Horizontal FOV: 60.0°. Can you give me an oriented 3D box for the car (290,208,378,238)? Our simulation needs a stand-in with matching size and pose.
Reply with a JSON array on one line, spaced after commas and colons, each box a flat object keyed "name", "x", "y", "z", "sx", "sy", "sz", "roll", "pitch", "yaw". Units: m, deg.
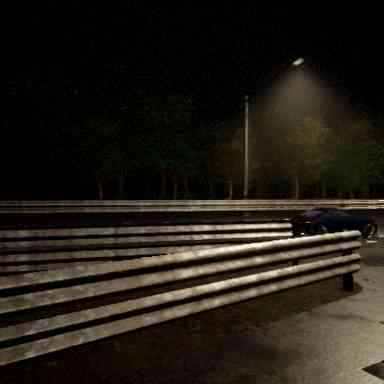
[{"name": "car", "x": 6.741, "y": 1.452, "z": 15.967, "sx": 4.181, "sy": 1.385, "sz": 1.994, "roll": 0, "pitch": 0, "yaw": -19}]
